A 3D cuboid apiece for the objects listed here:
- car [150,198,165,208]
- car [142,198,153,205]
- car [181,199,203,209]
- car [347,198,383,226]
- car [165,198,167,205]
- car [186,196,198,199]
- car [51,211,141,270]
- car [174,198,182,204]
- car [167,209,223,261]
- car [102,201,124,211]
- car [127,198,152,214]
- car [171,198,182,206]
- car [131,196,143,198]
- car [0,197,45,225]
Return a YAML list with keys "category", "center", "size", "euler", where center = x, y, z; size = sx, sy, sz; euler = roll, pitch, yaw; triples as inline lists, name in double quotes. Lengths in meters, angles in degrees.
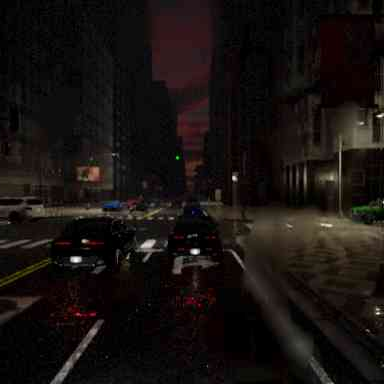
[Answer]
- category: "car"
  center: [-6.551, 2.027, 58.164]
  size: [2.128, 1.511, 4.902]
  euler: [0, -1, 1]
- category: "car"
  center: [-9.756, 2.053, 73.446]
  size: [1.994, 1.385, 4.181]
  euler: [0, -1, 0]
- category: "car"
  center: [0.099, 1.791, 34.492]
  size: [1.882, 1.535, 5.008]
  euler: [0, -1, 0]
- category: "car"
  center: [14.992, 1.507, 25.624]
  size: [5.566, 2.045, 2.150]
  euler: [0, 0, 0]
- category: "car"
  center: [-6.506, 2.066, 73.034]
  size: [1.837, 1.490, 4.892]
  euler: [0, -1, 0]
- category: "car"
  center: [-0.006, 1.857, 69.294]
  size: [2.150, 2.045, 5.566]
  euler: [0, -1, 0]
- category: "car"
  center: [-3.151, 1.606, 11.451]
  size: [1.837, 1.490, 4.892]
  euler: [0, -1, 0]
- category: "car"
  center: [-3.257, 2.128, 79.681]
  size: [1.812, 1.442, 4.674]
  euler: [0, -1, 0]
- category: "car"
  center: [0.100, 1.617, 12.717]
  size: [1.837, 1.490, 4.892]
  euler: [0, -1, 0]
- category: "car"
  center: [-9.835, 1.860, 41.904]
  size: [1.882, 1.535, 5.008]
  euler: [0, -1, 0]
- category: "car"
  center: [-6.592, 1.885, 41.613]
  size: [1.837, 1.490, 4.892]
  euler: [0, -1, 0]
- category: "car"
  center: [-3.256, 2.189, 69.679]
  size: [1.994, 1.385, 4.181]
  euler: [0, -1, 0]
- category: "car"
  center: [-9.797, 1.757, 58.230]
  size: [2.150, 2.045, 5.566]
  euler: [0, -1, 1]
- category: "car"
  center: [-14.139, 1.385, 25.426]
  size: [5.566, 2.045, 2.150]
  euler: [0, 0, 10]
